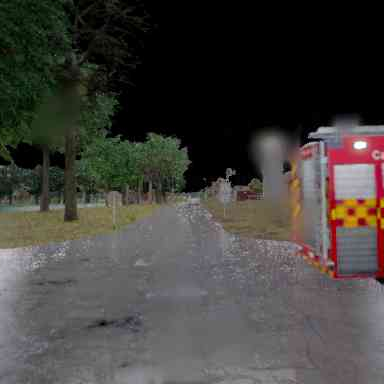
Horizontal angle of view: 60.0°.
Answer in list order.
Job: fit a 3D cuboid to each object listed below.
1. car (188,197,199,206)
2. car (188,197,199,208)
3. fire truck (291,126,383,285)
[{"bbox_3d":[0.285,1.834,65.968,2.097,1.767,4.553,0,-1,0],"label":"car"},{"bbox_3d":[0.240,1.819,55.575,2.128,1.511,4.902,0,-1,0],"label":"car"},{"bbox_3d":[6.987,0.181,8.302,8.468,3.827,2.891,-1,0,0],"label":"fire truck"}]
